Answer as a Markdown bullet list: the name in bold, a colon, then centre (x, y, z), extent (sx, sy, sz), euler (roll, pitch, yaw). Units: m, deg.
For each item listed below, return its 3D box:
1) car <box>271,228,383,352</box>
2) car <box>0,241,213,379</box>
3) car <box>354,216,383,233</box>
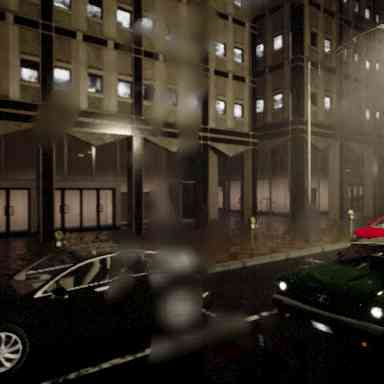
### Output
- **car**: centre (3.606, 1.564, 5.948), extent (4.718, 1.301, 1.895), euler (0, 0, -35)
- **car**: centre (-1.671, 1.541, 5.365), extent (4.403, 1.369, 2.008), euler (0, 0, -35)
- **car**: centre (7.527, 1.470, 11.924), extent (4.507, 1.381, 1.887), euler (0, 0, -35)
